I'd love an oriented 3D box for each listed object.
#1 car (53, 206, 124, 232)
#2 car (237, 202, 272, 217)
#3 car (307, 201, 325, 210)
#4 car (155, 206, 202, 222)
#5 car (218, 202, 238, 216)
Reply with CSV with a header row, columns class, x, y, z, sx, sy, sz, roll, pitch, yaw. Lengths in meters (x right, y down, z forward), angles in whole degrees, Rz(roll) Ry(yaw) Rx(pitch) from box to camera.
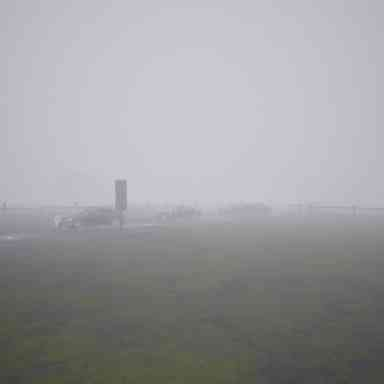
class,x,y,z,sx,sy,sz,roll,pitch,yaw
car,-6.698,1.680,21.929,2.128,1.511,4.902,-1,-1,35
car,7.220,1.896,36.522,1.837,1.490,4.892,-1,-1,35
car,20.815,2.228,55.789,2.033,1.411,5.357,-1,-1,36
car,-1.148,1.909,29.788,1.895,1.301,4.718,-1,-1,35
car,4.803,1.913,38.202,1.882,1.535,5.008,-1,-1,35
